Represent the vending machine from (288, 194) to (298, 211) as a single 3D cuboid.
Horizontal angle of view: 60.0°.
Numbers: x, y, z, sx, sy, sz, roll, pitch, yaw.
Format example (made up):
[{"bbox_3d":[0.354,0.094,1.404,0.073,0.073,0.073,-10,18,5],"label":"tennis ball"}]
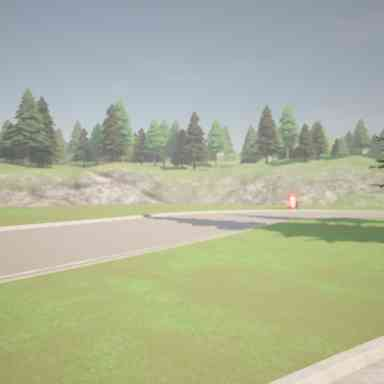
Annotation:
[{"bbox_3d":[12.966,1.345,42.823,0.880,2.100,1.100,0,0,-5],"label":"vending machine"}]
